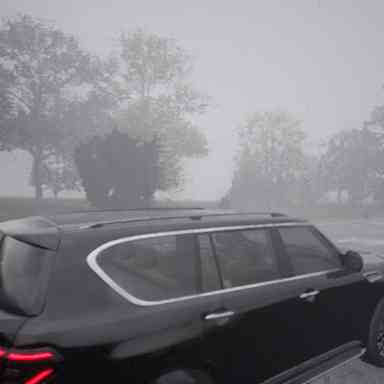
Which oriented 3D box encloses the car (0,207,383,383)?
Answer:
[{"bbox_3d":[0.474,1.212,4.066,5.566,2.045,2.150,0,0,-35],"label":"car"}]
